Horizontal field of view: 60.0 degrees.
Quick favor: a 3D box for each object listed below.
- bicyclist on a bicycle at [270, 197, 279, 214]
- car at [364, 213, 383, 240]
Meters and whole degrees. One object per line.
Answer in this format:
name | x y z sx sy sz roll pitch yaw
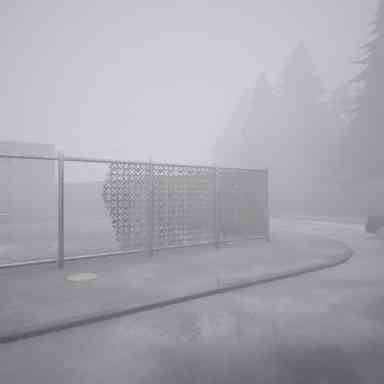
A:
bicyclist on a bicycle | 7.911 1.349 32.441 1.656 1.620 0.582 0 0 -36
car | 10.579 1.477 15.013 1.882 1.535 5.008 -1 0 -44
